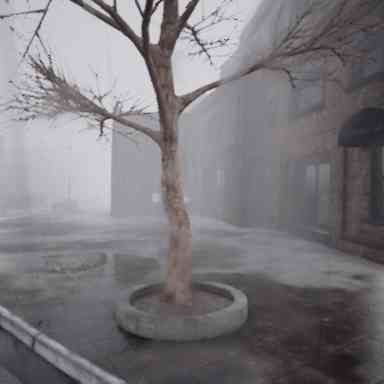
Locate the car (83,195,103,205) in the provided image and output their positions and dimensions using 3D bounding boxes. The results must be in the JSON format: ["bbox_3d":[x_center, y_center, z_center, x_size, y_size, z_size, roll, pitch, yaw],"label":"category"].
[{"bbox_3d":[-18.222,1.522,61.198,2.097,1.767,4.553,1,0,9],"label":"car"}]

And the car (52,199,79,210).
[{"bbox_3d":[-16.918,1.623,44.389,1.812,1.442,4.674,1,-1,8],"label":"car"}]
